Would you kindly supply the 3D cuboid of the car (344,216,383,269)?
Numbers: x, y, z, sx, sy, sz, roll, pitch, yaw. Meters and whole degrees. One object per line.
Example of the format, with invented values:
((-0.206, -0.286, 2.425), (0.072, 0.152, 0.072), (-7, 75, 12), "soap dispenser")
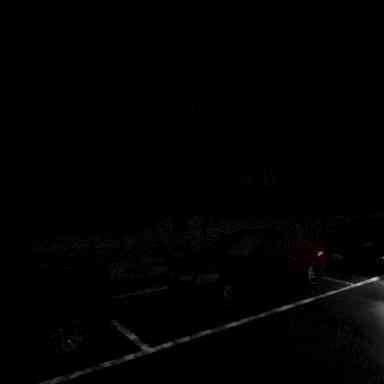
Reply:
((6.004, 1.501, 10.935), (4.313, 1.339, 1.947), (0, 0, -36), "car")

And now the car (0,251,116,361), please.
((-3.174, 1.567, 4.387), (4.313, 1.339, 1.947), (0, 0, -36), "car")

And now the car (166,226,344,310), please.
((1.415, 1.550, 7.661), (4.206, 1.307, 1.802), (0, 0, -36), "car")
